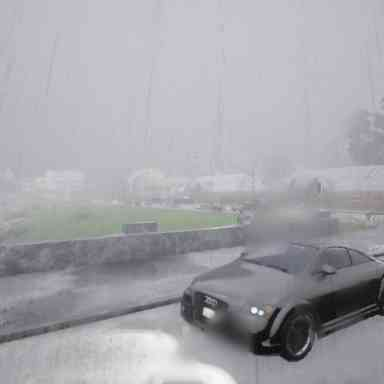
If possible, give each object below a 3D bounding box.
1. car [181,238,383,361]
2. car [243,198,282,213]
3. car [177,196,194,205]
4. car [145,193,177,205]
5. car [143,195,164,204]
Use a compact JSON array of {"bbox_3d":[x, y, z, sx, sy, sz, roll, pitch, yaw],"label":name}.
[{"bbox_3d":[1.875,1.564,5.940,4.181,1.385,1.994,0,0,-35],"label":"car"},{"bbox_3d":[7.795,1.503,37.130,1.837,1.490,4.892,0,0,-35],"label":"car"},{"bbox_3d":[-1.684,1.478,57.590,1.882,1.535,5.008,0,0,-35],"label":"car"},{"bbox_3d":[-5.263,1.223,55.566,2.150,2.045,5.566,0,0,-35],"label":"car"},{"bbox_3d":[-7.606,1.478,65.827,1.882,1.535,5.008,0,0,-35],"label":"car"}]
